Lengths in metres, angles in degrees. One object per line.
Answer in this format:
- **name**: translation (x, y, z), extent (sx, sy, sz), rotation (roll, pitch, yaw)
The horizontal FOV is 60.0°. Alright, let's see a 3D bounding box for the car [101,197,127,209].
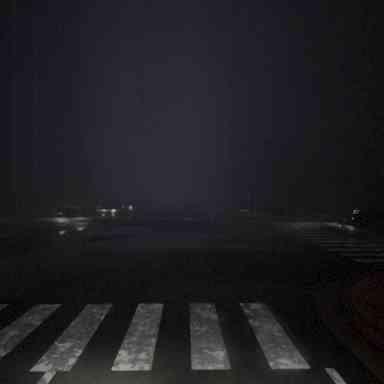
- **car**: translation (-10.637, 1.547, 44.457), extent (2.033, 1.411, 5.357), rotation (0, 0, 0)

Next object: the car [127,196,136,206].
- **car**: translation (-10.594, 1.504, 55.678), extent (1.837, 1.490, 4.892), rotation (0, 0, 0)

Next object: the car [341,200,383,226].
- **car**: translation (12.570, 1.296, 22.526), extent (4.553, 1.767, 2.097), rotation (0, 0, 0)

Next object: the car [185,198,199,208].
- **car**: translation (0.047, 1.563, 47.143), extent (1.994, 1.385, 4.181), rotation (0, 0, 0)

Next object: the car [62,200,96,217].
- **car**: translation (-10.650, 1.477, 31.612), extent (1.882, 1.535, 5.008), rotation (0, 0, 1)
